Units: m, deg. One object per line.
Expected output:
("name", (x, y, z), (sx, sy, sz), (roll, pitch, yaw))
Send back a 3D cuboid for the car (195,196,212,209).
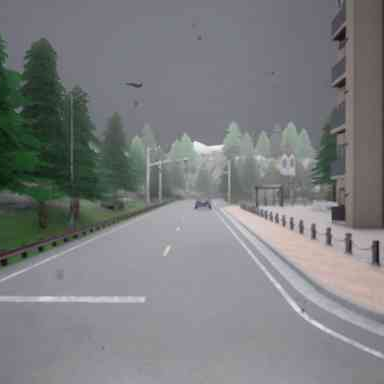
("car", (1.614, 1.291, 44.750), (2.097, 1.767, 4.553), (0, 0, 5))
